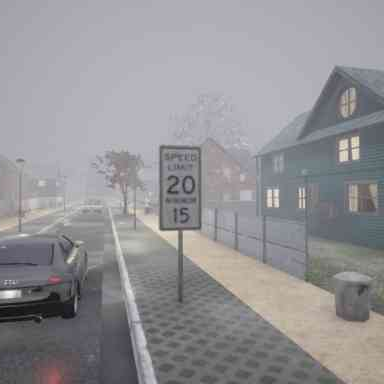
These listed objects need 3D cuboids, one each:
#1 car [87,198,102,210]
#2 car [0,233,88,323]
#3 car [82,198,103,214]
[{"bbox_3d":[-13.478,1.616,46.220,1.837,1.490,4.892,0,0,-14],"label":"car"},{"bbox_3d":[-3.358,1.576,7.155,1.994,1.385,4.181,0,0,-15],"label":"car"},{"bbox_3d":[-10.956,1.682,36.675,1.895,1.301,4.718,0,0,-14],"label":"car"}]
